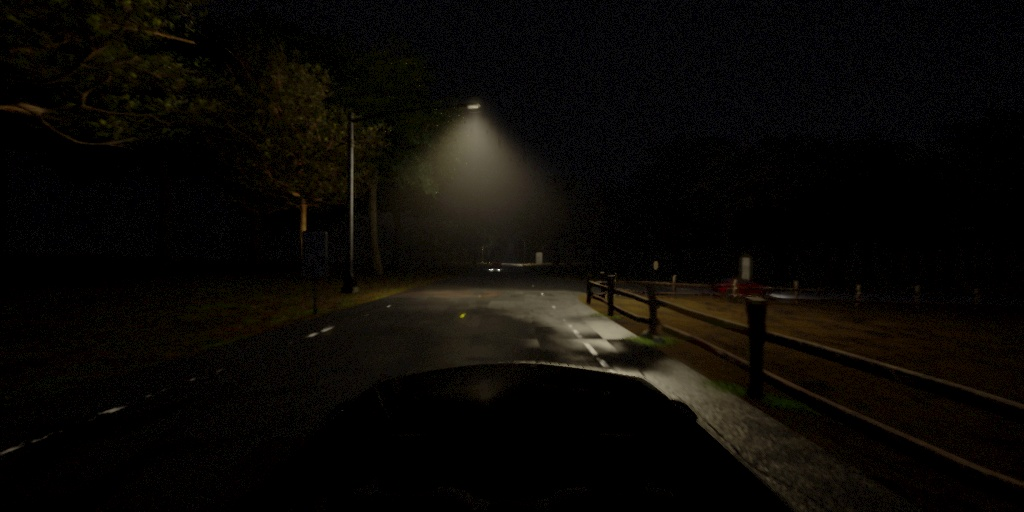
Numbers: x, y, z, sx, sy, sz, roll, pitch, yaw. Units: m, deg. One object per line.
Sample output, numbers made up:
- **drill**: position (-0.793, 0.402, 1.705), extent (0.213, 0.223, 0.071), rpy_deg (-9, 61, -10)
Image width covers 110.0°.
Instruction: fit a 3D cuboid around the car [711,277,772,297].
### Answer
- **car**: position (18.342, 2.419, 28.764), extent (4.181, 1.385, 1.994), rpy_deg (2, 2, 0)
